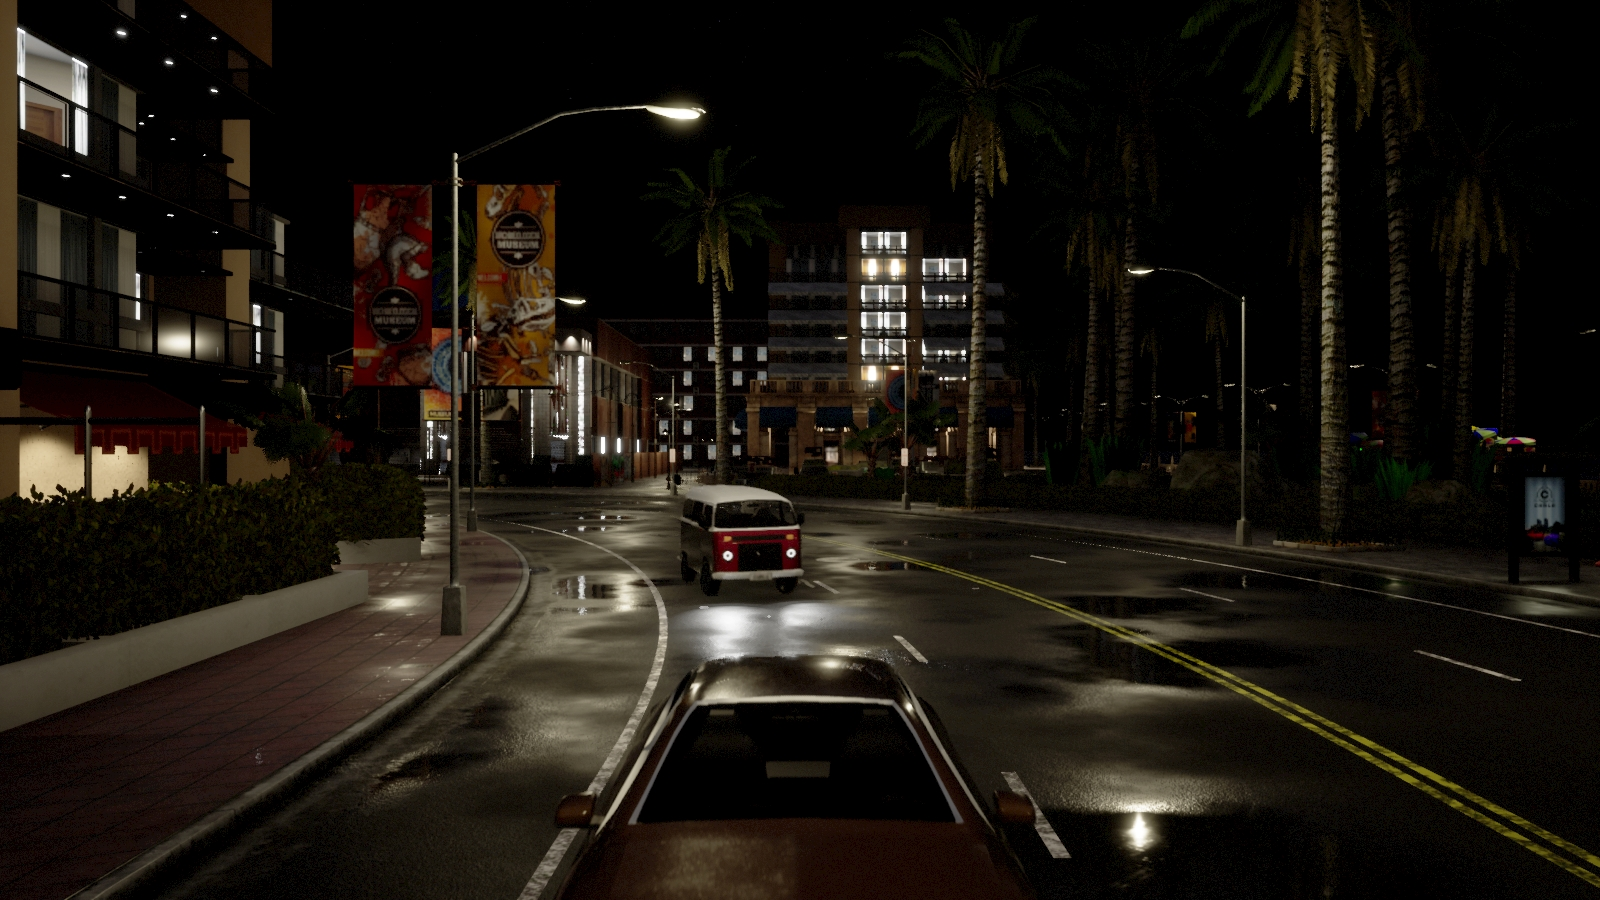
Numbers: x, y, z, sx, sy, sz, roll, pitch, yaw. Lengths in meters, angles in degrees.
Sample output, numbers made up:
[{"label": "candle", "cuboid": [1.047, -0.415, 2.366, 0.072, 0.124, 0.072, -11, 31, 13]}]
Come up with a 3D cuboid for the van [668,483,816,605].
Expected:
[{"label": "van", "cuboid": [-1.307, 1.782, 23.233, 2.069, 2.038, 4.480, -1, 0, -15]}]

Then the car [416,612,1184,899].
[{"label": "car", "cuboid": [-0.028, 1.992, 5.717, 2.152, 1.651, 5.027, 0, 0, -1]}]
